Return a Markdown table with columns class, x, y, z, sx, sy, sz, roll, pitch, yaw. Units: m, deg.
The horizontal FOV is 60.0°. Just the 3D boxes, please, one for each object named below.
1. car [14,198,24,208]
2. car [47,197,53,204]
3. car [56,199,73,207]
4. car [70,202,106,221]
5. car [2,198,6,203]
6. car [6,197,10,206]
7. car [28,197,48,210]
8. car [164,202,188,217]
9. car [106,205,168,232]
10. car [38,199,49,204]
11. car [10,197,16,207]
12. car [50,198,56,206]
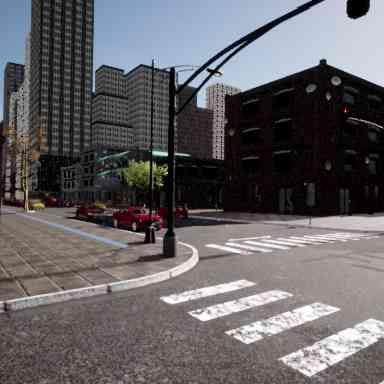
| class | x | y | z | sx | sy | sz | roll | pitch | yaw |
| --- | --- | --- | --- | --- | --- | --- | --- | --- | --- |
| car | -29.165 | 2.012 | 57.752 | 1.887 | 1.381 | 4.507 | 1 | -1 | -35 |
| car | -34.803 | 2.140 | 80.442 | 2.192 | 1.841 | 5.009 | 1 | -1 | -35 |
| car | -25.288 | 2.114 | 66.840 | 1.967 | 1.590 | 4.097 | 1 | -1 | -35 |
| car | -8.627 | 1.730 | 28.181 | 1.802 | 1.307 | 4.206 | 1 | -1 | -35 |
| car | -38.498 | 1.930 | 71.108 | 2.192 | 1.841 | 5.009 | 1 | -1 | -35 |
| car | -35.327 | 2.131 | 66.572 | 1.947 | 1.339 | 4.313 | 1 | -1 | -35 |
| car | -22.767 | 1.891 | 48.515 | 1.752 | 1.417 | 4.829 | 1 | -1 | -35 |
| car | -2.179 | 1.761 | 34.036 | 1.967 | 1.590 | 4.097 | 1 | -1 | -35 |
| car | -3.466 | 1.615 | 20.806 | 1.887 | 1.381 | 4.507 | 1 | -1 | -35 |
| car | -38.073 | 2.403 | 85.113 | 1.752 | 1.417 | 4.829 | 1 | -1 | -35 |
| car | -32.155 | 2.081 | 62.038 | 1.947 | 1.339 | 4.313 | 1 | -1 | -35 |
| car | -28.460 | 2.306 | 71.372 | 1.802 | 1.307 | 4.206 | 1 | -1 | -35 |
